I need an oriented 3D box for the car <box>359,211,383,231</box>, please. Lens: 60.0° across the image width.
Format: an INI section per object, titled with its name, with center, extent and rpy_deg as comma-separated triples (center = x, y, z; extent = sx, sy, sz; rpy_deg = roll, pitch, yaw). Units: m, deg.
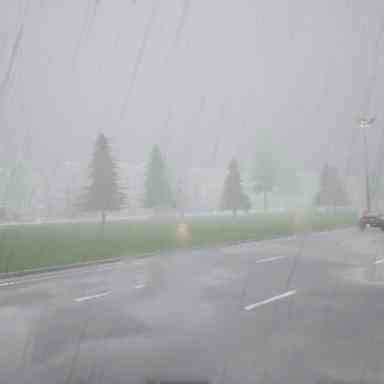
[car]
center = 14.990, 2.260, 26.505
extent = 4.892, 1.490, 1.837
rpy_deg = 0, -3, -41
